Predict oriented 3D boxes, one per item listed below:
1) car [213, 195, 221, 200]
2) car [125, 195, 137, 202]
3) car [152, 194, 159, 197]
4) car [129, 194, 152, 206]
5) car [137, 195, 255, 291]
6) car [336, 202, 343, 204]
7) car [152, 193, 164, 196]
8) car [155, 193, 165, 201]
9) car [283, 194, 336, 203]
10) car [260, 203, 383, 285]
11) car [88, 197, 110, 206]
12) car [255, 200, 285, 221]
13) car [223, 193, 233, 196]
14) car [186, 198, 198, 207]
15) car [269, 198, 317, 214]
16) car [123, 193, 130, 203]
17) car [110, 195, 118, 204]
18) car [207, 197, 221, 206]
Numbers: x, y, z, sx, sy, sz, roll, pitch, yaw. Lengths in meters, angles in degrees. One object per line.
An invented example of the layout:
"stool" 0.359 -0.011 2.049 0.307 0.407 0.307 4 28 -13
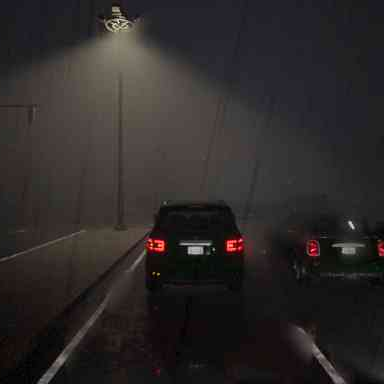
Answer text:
"car" 7.164 1.552 95.117 1.994 1.385 4.181 0 0 1
"car" -15.061 1.525 82.036 2.128 1.511 4.902 0 0 0
"car" -8.108 1.547 62.977 2.033 1.411 5.357 0 0 1
"car" -8.138 1.491 53.230 2.128 1.511 4.902 0 0 0
"car" 0.072 1.221 9.116 2.150 2.045 5.566 0 0 0
"car" 13.541 1.601 32.913 4.718 1.301 1.895 0 0 4
"car" -8.063 1.225 73.498 2.150 2.045 5.566 0 0 0
"car" -8.042 1.210 84.270 2.150 2.045 5.566 0 0 0
"car" 9.198 1.222 29.148 5.566 2.045 2.150 0 0 0
"car" 3.571 1.352 9.684 2.097 1.767 4.553 0 0 0
"car" -15.135 1.564 53.287 1.994 1.385 4.181 0 0 0
"car" 3.917 1.547 25.313 5.357 1.411 2.033 0 0 -3
"car" 7.045 1.221 65.800 2.150 2.045 5.566 0 0 0
"car" 0.025 1.601 52.672 1.895 1.301 4.718 0 0 0
"car" 11.063 1.507 36.707 4.892 1.490 1.837 1 1 9
"car" -15.062 1.225 71.936 2.150 2.045 5.566 0 0 0
"car" -15.108 1.601 62.040 1.895 1.301 4.718 0 0 0
"car" 3.534 1.547 54.962 2.033 1.411 5.357 0 0 0
